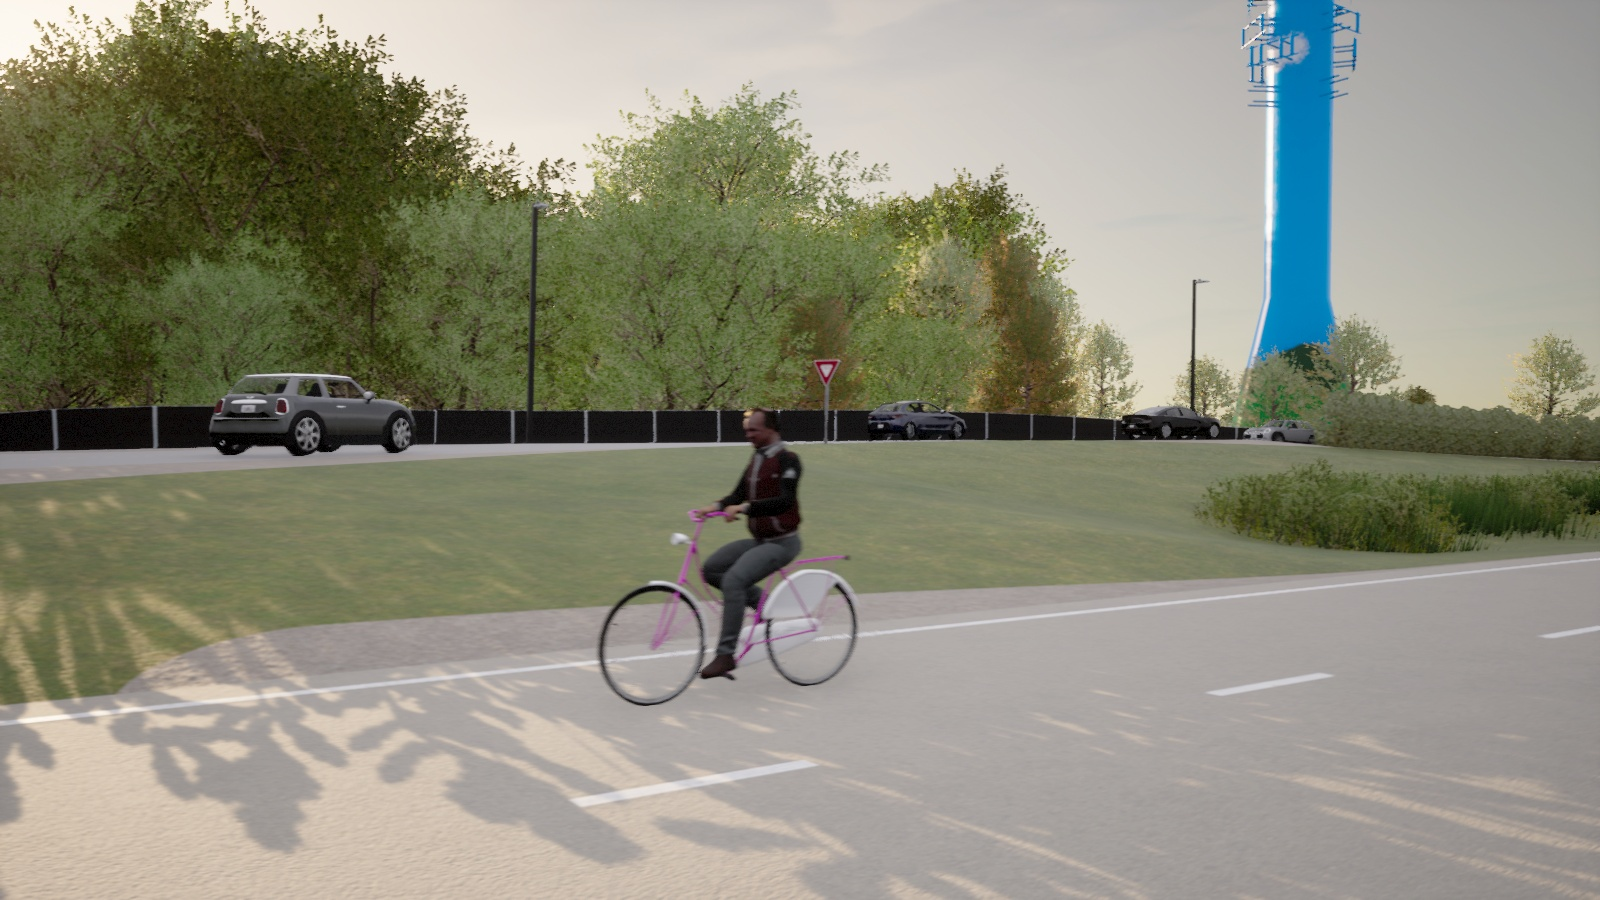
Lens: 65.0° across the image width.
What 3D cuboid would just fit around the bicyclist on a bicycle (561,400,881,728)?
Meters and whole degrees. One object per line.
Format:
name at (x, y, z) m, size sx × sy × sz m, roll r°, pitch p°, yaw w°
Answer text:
bicyclist on a bicycle at (-0.445, 0.623, 7.590) m, size 1.843 × 1.776 × 0.659 m, roll 0°, pitch 0°, yaw -34°

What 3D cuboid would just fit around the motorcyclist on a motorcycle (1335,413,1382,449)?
motorcyclist on a motorcycle at (27.606, -0.926, 62.085) m, size 2.350 × 1.649 × 0.766 m, roll 3°, pitch -1°, yaw -27°

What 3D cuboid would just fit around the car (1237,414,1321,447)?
car at (24.583, -0.956, 64.448) m, size 3.806 × 1.475 × 1.970 m, roll 3°, pitch -2°, yaw -26°

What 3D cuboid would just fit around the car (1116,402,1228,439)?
car at (16.355, -1.265, 55.150) m, size 5.008 × 1.535 × 1.882 m, roll -1°, pitch 0°, yaw -32°

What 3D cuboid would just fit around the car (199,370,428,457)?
car at (-8.945, -0.660, 23.437) m, size 1.970 × 1.475 × 3.806 m, roll 0°, pitch 1°, yaw 20°

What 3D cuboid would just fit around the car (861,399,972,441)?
car at (4.360, -1.100, 46.489) m, size 4.193 × 1.474 × 1.816 m, roll -1°, pitch 1°, yaw -45°
